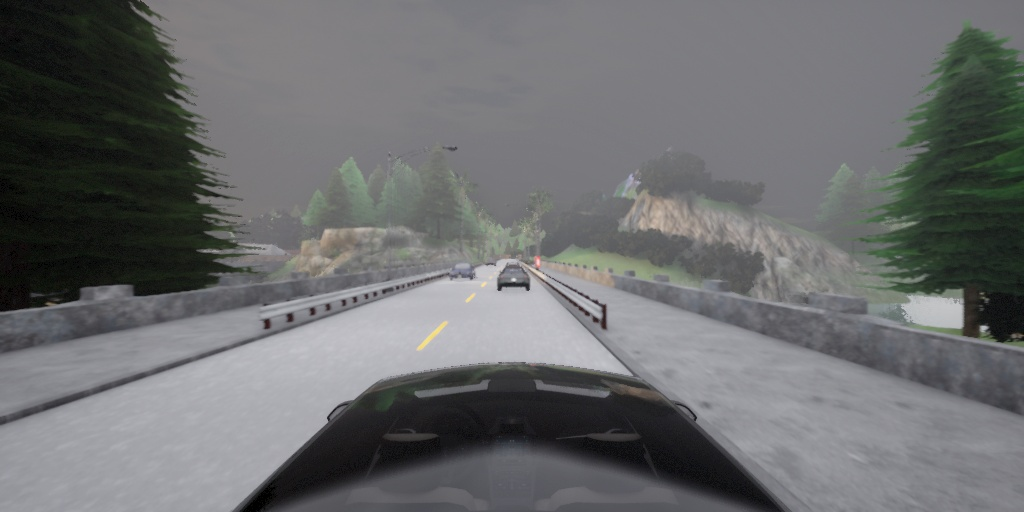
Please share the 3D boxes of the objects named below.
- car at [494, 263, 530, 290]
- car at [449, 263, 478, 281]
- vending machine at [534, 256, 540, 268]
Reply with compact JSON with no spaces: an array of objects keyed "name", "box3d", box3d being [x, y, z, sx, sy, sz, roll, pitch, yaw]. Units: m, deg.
[{"name":"car","box3d":[0.102,1.330,22.643,1.994,1.385,4.181,0,0,0]},{"name":"car","box3d":[-4.087,1.297,30.438,1.812,1.442,4.674,0,0,0]},{"name":"vending machine","box3d":[4.306,0.990,60.659,1.100,2.100,0.880,0,0,0]}]
